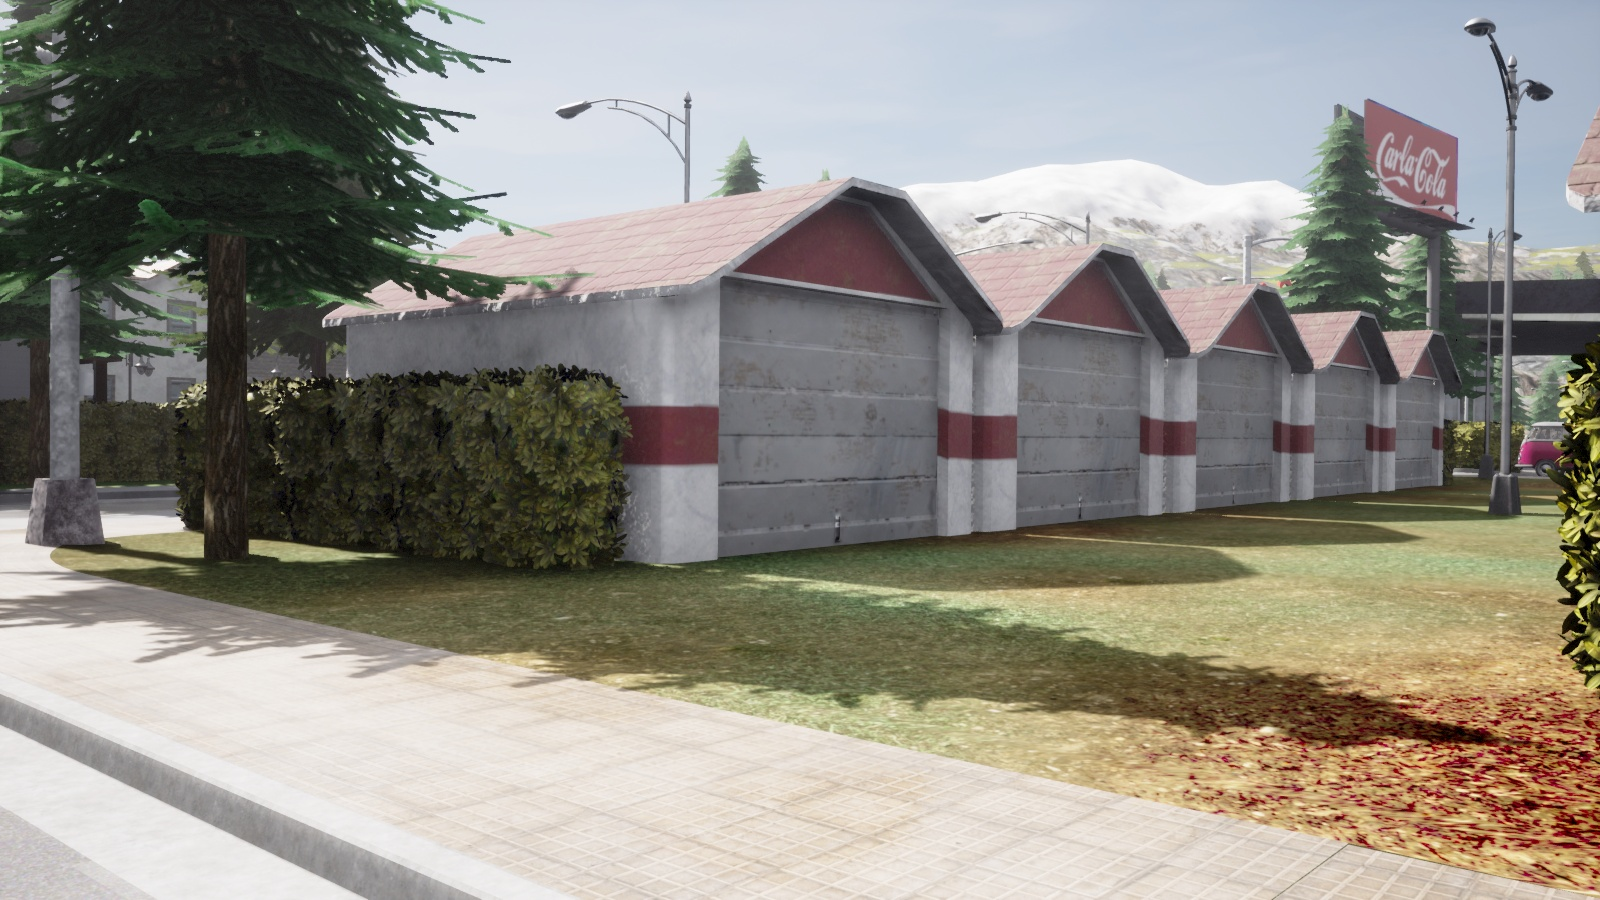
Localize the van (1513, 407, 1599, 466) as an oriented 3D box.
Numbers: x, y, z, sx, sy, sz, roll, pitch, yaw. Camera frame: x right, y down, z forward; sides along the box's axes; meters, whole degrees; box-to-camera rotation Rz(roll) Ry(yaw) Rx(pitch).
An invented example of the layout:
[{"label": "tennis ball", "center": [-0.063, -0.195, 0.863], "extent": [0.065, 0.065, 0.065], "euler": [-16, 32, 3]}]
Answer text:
[{"label": "van", "center": [27.249, -0.453, 43.202], "extent": [4.442, 1.987, 1.775], "euler": [1, 1, 40]}]
